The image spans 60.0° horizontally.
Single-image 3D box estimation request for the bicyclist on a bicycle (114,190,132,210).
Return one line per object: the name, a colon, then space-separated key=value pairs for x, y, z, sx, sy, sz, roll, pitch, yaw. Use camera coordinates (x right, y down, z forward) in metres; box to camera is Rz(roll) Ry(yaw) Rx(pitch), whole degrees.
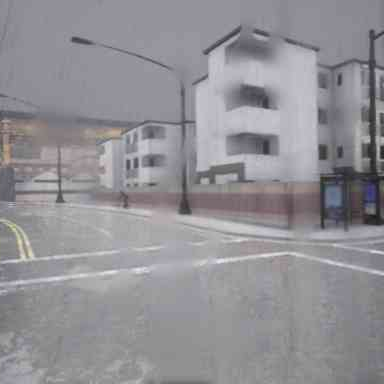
bicyclist on a bicycle: x=-5.817 y=0.690 z=28.047 sx=1.656 sy=1.620 sz=0.582 roll=-2 pitch=2 yaw=-41
